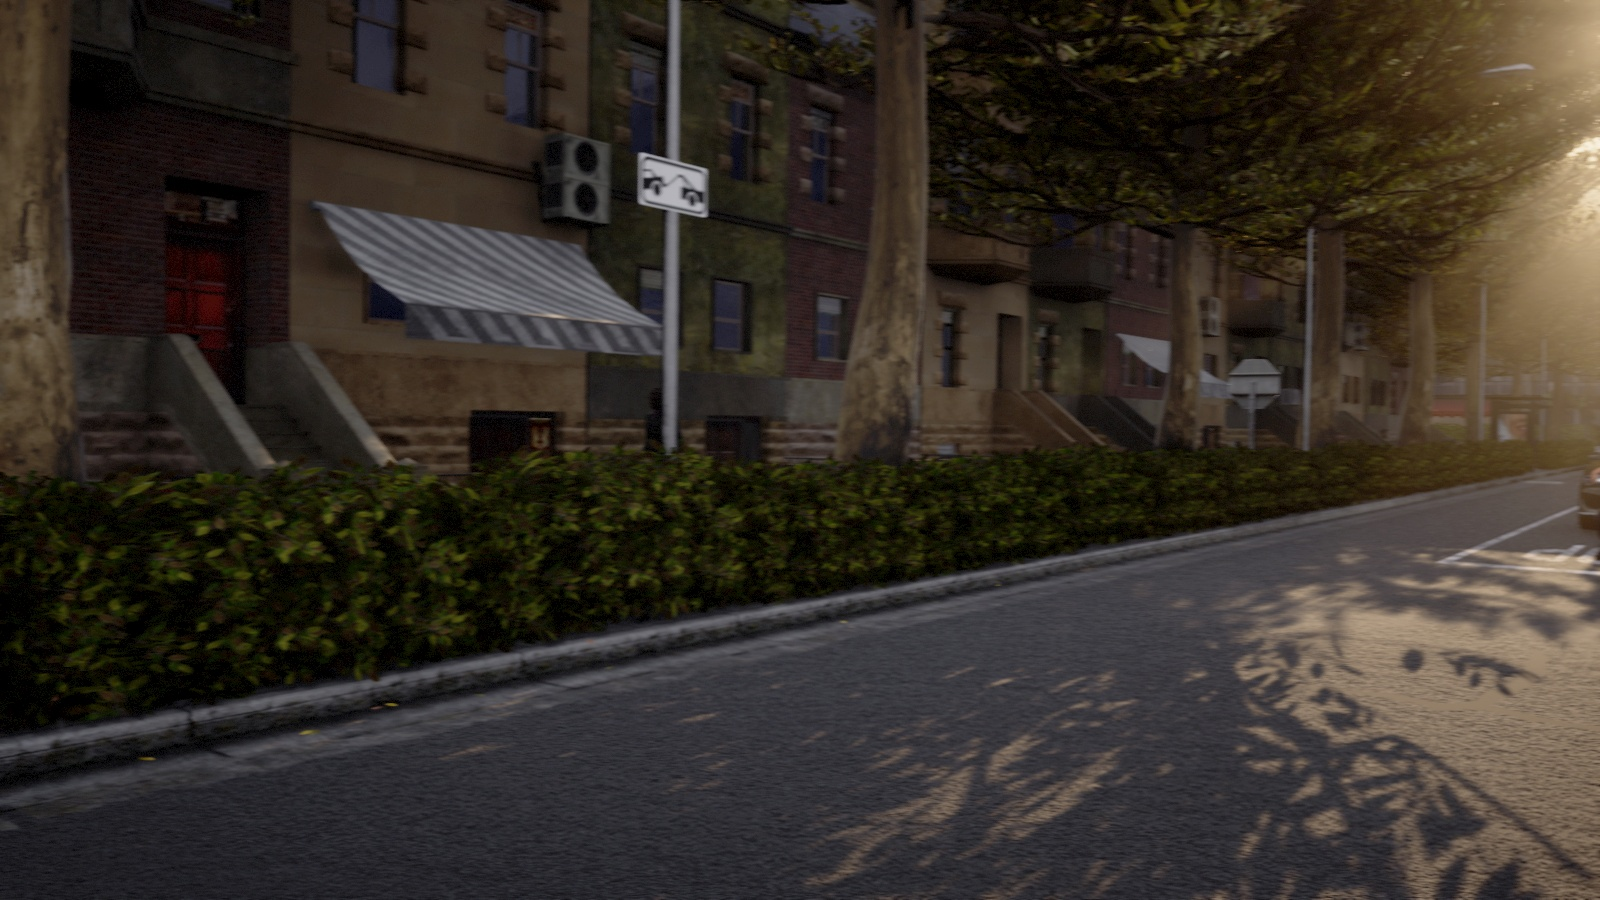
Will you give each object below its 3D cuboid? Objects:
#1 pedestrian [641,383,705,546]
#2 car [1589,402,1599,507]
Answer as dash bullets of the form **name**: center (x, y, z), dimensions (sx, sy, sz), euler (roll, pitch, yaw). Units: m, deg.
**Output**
- **pedestrian**: center (-1.535, 0.166, 15.252), dimensions (0.395, 1.930, 0.692), euler (0, 1, 34)
- **car**: center (14.881, 0.018, 21.213), dimensions (2.152, 1.651, 5.027), euler (0, 1, 37)
